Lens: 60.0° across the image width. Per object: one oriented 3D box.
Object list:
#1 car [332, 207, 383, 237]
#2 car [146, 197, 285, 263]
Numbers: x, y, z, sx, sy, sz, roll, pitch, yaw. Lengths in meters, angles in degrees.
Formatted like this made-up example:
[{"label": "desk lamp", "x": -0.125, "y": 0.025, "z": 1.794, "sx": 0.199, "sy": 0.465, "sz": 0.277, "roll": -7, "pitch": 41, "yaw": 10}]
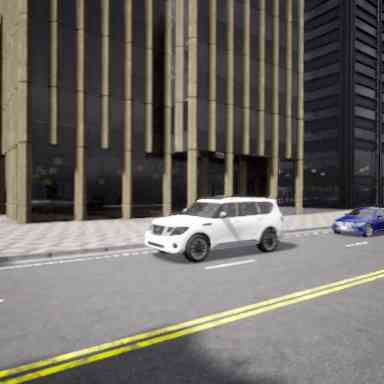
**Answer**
[{"label": "car", "x": 9.740, "y": 1.589, "z": 18.477, "sx": 4.674, "sy": 1.442, "sz": 1.812, "roll": 0, "pitch": 0, "yaw": -35}, {"label": "car", "x": 1.062, "y": 1.228, "z": 12.382, "sx": 5.566, "sy": 2.045, "sz": 2.150, "roll": 0, "pitch": 0, "yaw": -35}]
